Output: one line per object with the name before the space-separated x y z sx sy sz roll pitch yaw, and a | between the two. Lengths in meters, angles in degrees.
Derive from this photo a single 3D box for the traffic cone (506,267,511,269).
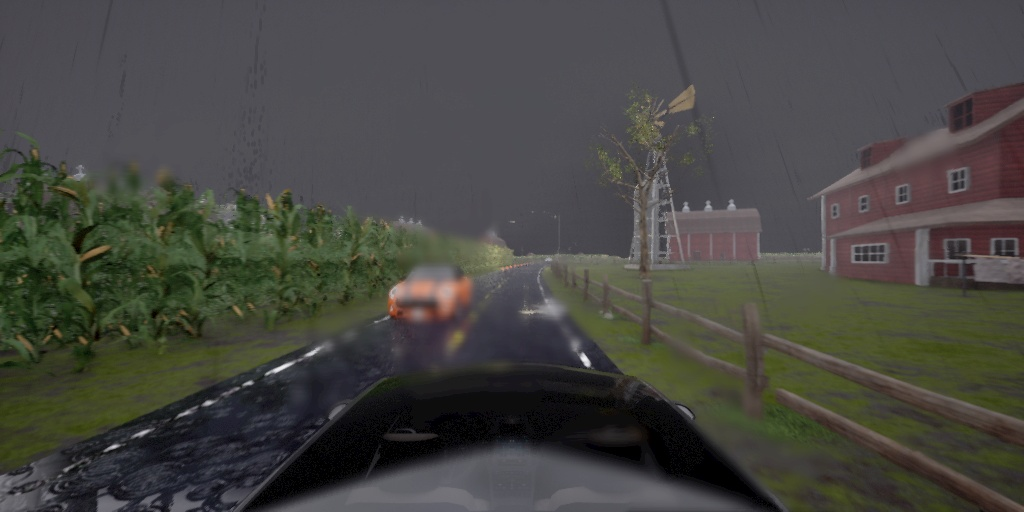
traffic cone | -0.761 1.710 55.072 0.340 0.580 0.340 0 0 7

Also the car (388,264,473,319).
car | -2.669 1.100 12.666 2.097 1.767 4.553 0 0 2

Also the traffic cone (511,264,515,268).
traffic cone | -0.161 1.712 60.063 0.340 0.580 0.340 0 0 7
